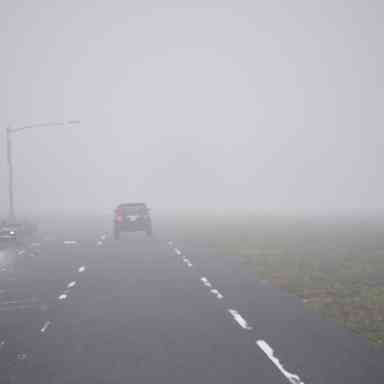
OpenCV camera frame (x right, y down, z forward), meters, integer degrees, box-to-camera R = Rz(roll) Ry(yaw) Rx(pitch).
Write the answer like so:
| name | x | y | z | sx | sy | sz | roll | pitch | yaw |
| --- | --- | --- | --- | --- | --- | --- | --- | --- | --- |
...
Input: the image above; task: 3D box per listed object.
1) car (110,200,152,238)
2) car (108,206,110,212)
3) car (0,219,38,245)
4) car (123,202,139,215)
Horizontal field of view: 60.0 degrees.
| name | x | y | z | sx | sy | sz | roll | pitch | yaw |
| --- | --- | --- | --- | --- | --- | --- | --- | --- | --- |
| car | -3.775 | 1.662 | 21.092 | 2.150 | 2.045 | 5.566 | -2 | -1 | -11 |
| car | -16.059 | 3.264 | 67.904 | 1.895 | 1.301 | 4.718 | -2 | -1 | -7 |
| car | -10.740 | 2.327 | 19.749 | 1.895 | 1.301 | 4.718 | -2 | -1 | -11 |
| car | -9.150 | 2.437 | 50.006 | 2.097 | 1.767 | 4.553 | -2 | -1 | -11 |
